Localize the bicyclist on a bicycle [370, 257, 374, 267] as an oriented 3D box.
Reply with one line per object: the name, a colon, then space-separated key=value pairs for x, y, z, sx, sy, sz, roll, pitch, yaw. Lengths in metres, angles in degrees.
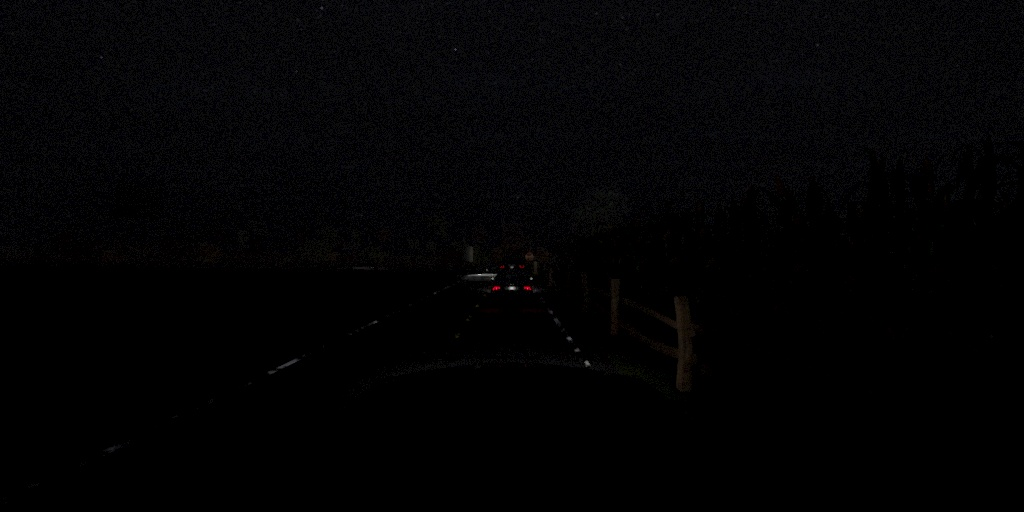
bicyclist on a bicycle: x=-22.464 y=0.935 z=57.596 sx=0.582 sy=1.620 sz=1.656 roll=1 pitch=0 yaw=1

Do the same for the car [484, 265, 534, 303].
car: x=0.000 y=1.312 z=16.531 sx=2.033 sy=1.411 sz=5.357 roll=0 pitch=0 yaw=0

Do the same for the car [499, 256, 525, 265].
car: x=0.000 y=1.008 z=31.561 sx=2.150 sy=2.045 sz=5.566 roll=0 pitch=0 yaw=0

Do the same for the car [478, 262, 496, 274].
car: x=-2.750 y=1.351 z=41.501 sx=1.994 sy=1.385 sz=4.181 roll=0 pitch=0 yaw=0
